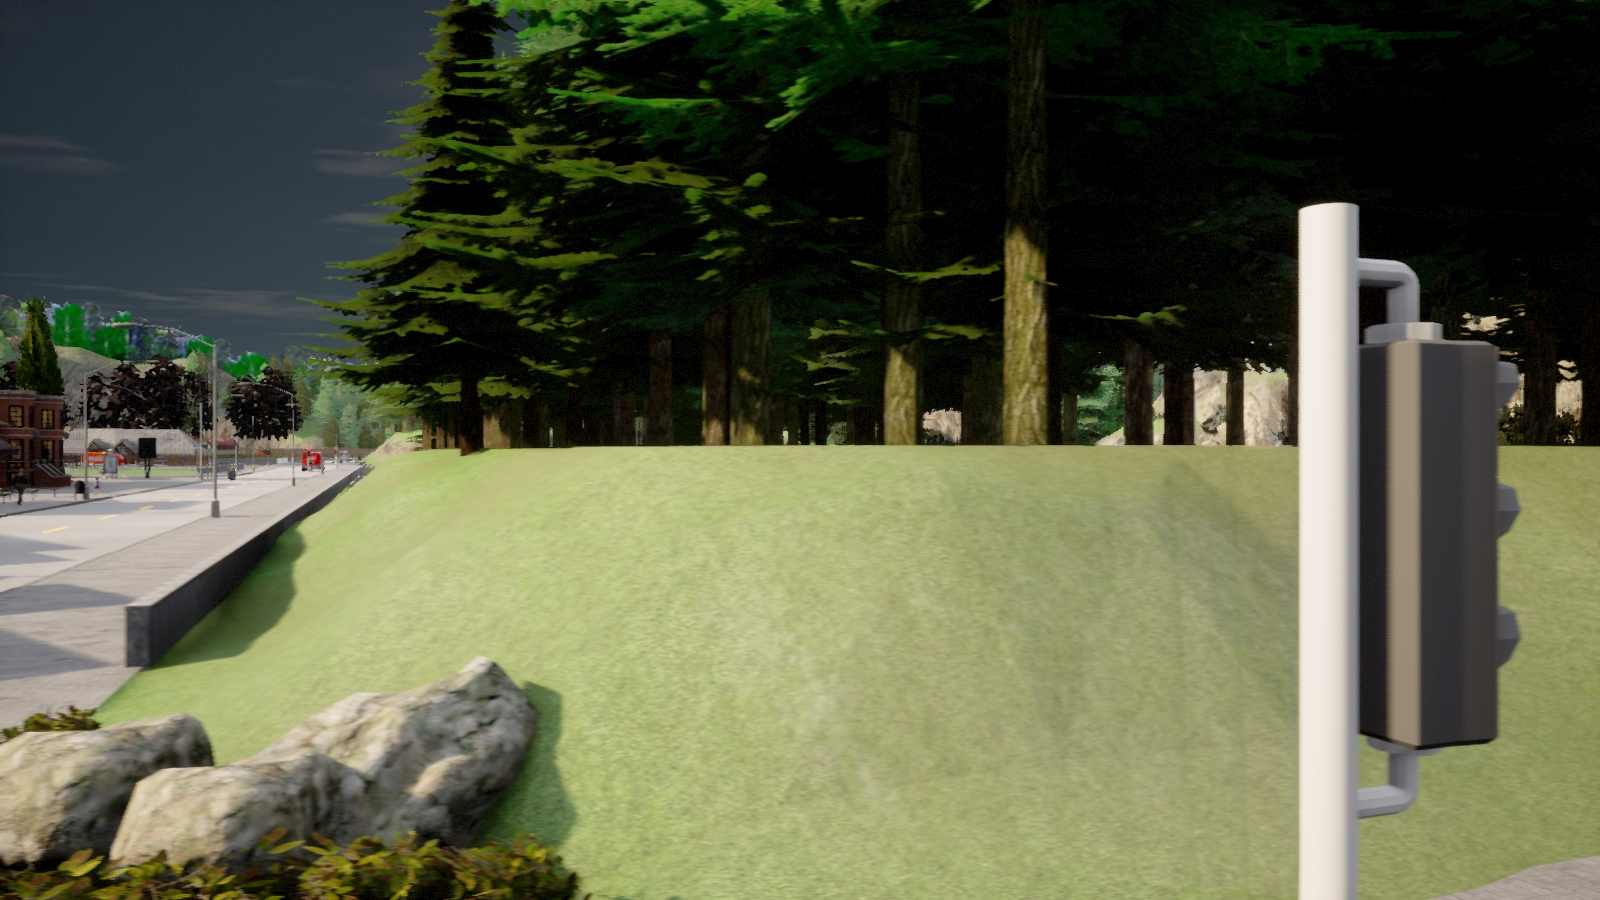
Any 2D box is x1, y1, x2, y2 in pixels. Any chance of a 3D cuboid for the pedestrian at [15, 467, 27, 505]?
[{"bbox_3d":[-37.902,1.747,55.601,0.375,1.860,0.375,0,0,-17],"label":"pedestrian"}]
